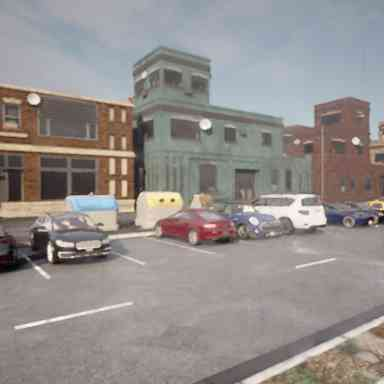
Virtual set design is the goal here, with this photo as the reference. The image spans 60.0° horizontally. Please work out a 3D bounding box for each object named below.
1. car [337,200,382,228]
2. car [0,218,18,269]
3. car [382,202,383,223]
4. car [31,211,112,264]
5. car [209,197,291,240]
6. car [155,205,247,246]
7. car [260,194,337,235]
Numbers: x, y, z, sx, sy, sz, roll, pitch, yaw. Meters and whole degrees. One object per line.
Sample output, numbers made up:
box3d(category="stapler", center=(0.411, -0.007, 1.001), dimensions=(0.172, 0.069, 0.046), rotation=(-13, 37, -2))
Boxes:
box3d(category="car", center=(9.211, 1.414, 21.704), dimensions=(2.163, 1.488, 4.792), rotation=(0, 0, -35))
box3d(category="car", center=(-6.778, 1.514, 10.404), dimensions=(2.163, 1.488, 4.792), rotation=(0, 0, -35))
box3d(category="car", center=(11.475, 1.404, 23.313), dimensions=(2.163, 1.488, 4.792), rotation=(0, 0, -35))
box3d(category="car", center=(-4.500, 1.469, 11.997), dimensions=(2.231, 1.521, 4.892), rotation=(0, 0, -35))
box3d(category="car", center=(2.352, 1.297, 16.901), dimensions=(2.185, 1.767, 4.553), rotation=(0, 0, -35))
box3d(category="car", center=(0.034, 1.477, 15.209), dimensions=(2.002, 1.452, 4.674), rotation=(0, 0, -35))
box3d(category="car", center=(4.646, 1.157, 18.527), dimensions=(2.435, 2.045, 5.566), rotation=(0, 0, -35))
